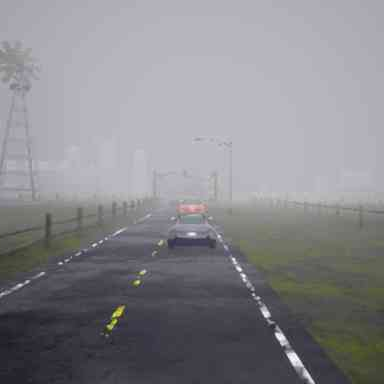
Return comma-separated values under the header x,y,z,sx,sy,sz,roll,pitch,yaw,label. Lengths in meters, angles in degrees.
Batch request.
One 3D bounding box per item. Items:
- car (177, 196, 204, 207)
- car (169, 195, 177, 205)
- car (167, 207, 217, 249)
x,y,z,sx,sy,sz,roll,pitch,yaw,label
0.000,1.379,29.625,2.097,1.767,4.553,0,0,0,car
-2.750,1.436,57.640,2.097,1.767,4.553,0,0,0,car
0.000,1.577,14.652,1.994,1.385,4.181,0,0,0,car
